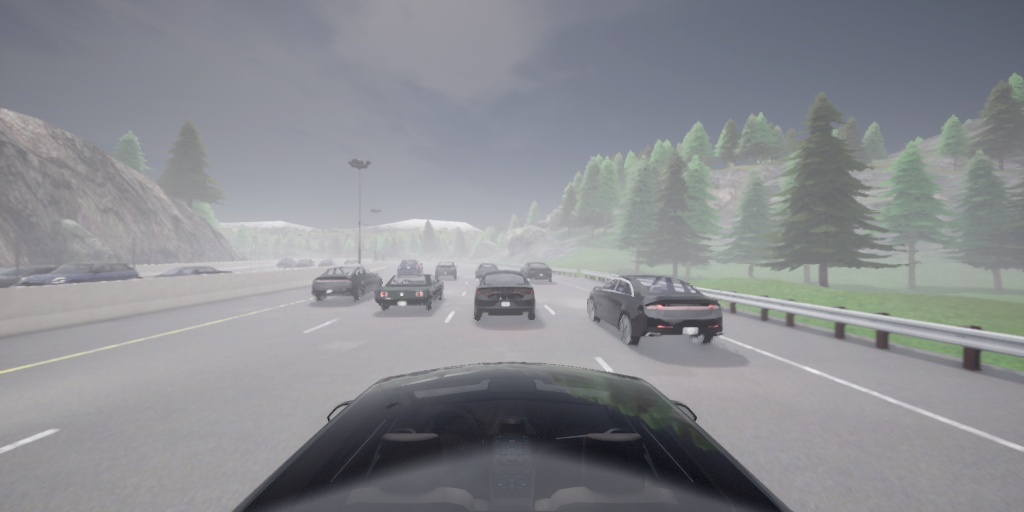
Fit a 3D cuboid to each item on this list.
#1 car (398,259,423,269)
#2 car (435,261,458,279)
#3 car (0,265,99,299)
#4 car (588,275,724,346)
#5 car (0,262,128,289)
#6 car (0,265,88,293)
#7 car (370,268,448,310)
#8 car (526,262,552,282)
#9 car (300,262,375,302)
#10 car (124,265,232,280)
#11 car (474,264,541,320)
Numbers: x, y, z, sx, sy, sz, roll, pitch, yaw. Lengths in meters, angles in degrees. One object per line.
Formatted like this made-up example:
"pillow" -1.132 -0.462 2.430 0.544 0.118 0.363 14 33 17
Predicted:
"car" -9.916 1.084 35.202 2.097 1.767 4.553 0 0 -9
"car" -5.876 1.219 32.240 2.128 1.511 4.902 0 0 -8
"car" -25.559 1.284 19.067 1.837 1.490 4.892 0 0 -6
"car" 3.347 1.227 9.337 2.128 1.511 4.902 0 0 -2
"car" -21.995 1.125 18.424 2.097 1.767 4.553 0 0 -6
"car" -29.297 1.331 21.401 2.033 1.411 5.357 0 0 -6
"car" -3.921 1.344 14.565 1.895 1.301 4.718 0 0 -4
"car" 1.785 1.195 28.004 1.882 1.535 5.008 0 0 -7
"car" -7.626 1.239 17.045 2.128 1.511 4.902 0 0 -4
"car" -18.681 1.312 20.821 2.033 1.411 5.357 0 0 -6
"car" -0.312 1.216 12.685 1.882 1.535 5.008 0 0 -3
